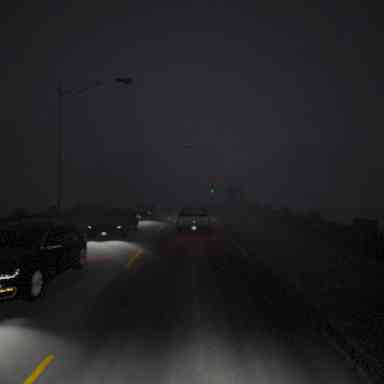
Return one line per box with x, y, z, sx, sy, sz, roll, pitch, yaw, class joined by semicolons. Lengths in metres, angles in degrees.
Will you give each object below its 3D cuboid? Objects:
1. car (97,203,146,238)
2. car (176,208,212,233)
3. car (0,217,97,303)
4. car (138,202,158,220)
-4.070;1.538;18.048;2.033;1.411;5.357;0;0;0;car
0.096;1.590;19.587;1.895;1.301;4.718;0;0;0;car
-4.095;1.501;8.349;1.837;1.490;4.892;0;0;0;car
-3.997;1.532;28.389;2.033;1.411;5.357;0;0;0;car
